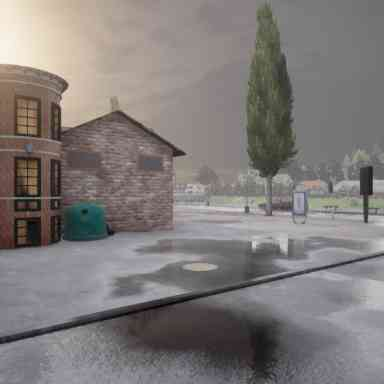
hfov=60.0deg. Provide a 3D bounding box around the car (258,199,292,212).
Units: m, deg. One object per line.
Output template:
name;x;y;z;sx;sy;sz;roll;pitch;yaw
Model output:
car;10.066;1.525;39.794;1.812;1.442;4.674;0;0;-35
